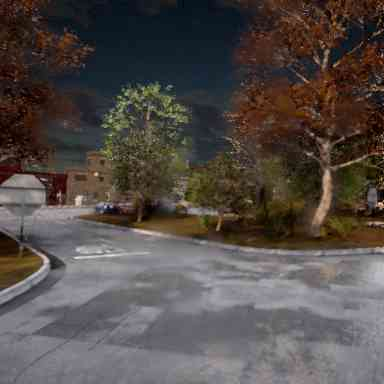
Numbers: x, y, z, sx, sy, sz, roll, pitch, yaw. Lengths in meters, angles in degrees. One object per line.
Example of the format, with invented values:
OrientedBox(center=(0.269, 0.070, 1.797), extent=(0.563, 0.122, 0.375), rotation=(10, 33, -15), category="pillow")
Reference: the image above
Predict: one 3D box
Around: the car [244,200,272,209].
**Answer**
OrientedBox(center=(12.238, 2.303, 62.078), extent=(1.946, 1.575, 5.366), rotation=(1, -1, -36), category="car")

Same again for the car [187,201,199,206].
OrientedBox(center=(0.965, 2.226, 69.544), extent=(1.946, 1.575, 5.366), rotation=(1, -1, -36), category="car")

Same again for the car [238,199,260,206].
OrientedBox(center=(13.298, 2.538, 78.187), extent=(2.097, 1.535, 5.008), rotation=(2, -1, -36), category="car")

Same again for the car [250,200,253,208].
OrientedBox(center=(10.076, 2.258, 60.528), extent=(1.946, 1.575, 5.366), rotation=(1, -1, -36), category="car")

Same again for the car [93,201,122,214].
OrientedBox(center=(-11.763, 2.021, 45.065), extent=(2.185, 1.767, 4.553), rotation=(0, 0, -35), category="car")

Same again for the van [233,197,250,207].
OrientedBox(center=(7.633, 1.996, 59.146), extent=(1.878, 1.987, 4.442), rotation=(1, -1, -36), category="van")

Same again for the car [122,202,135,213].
OrientedBox(center=(-9.213, 2.179, 46.950), extent=(2.002, 1.452, 4.674), rotation=(0, 0, -36), category="car")
